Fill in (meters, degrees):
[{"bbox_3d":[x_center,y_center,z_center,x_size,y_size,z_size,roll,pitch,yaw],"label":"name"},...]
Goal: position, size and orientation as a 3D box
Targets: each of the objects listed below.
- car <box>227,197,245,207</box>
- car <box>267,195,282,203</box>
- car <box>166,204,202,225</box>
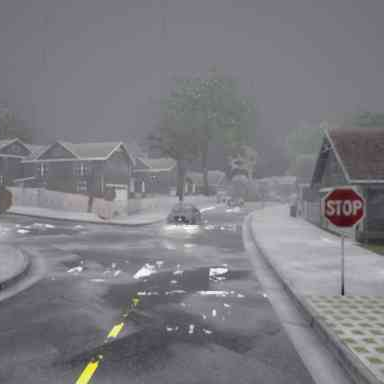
[{"bbox_3d":[6.515,1.480,49.264,2.128,1.511,4.902,0,1,20],"label":"car"},{"bbox_3d":[18.148,1.500,73.176,2.097,1.767,4.553,0,-1,31],"label":"car"},{"bbox_3d":[-0.493,1.599,23.959,1.994,1.385,4.181,0,1,10],"label":"car"}]
